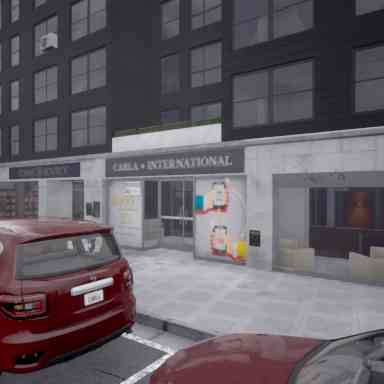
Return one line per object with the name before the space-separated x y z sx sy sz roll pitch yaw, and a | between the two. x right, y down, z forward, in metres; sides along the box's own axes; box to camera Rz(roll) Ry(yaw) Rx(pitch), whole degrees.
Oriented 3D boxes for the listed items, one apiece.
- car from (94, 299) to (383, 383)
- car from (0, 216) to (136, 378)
car | 1.522 1.582 1.993 4.206 1.307 1.802 0 0 35
car | -3.090 1.314 5.274 5.009 1.841 2.192 0 0 35
